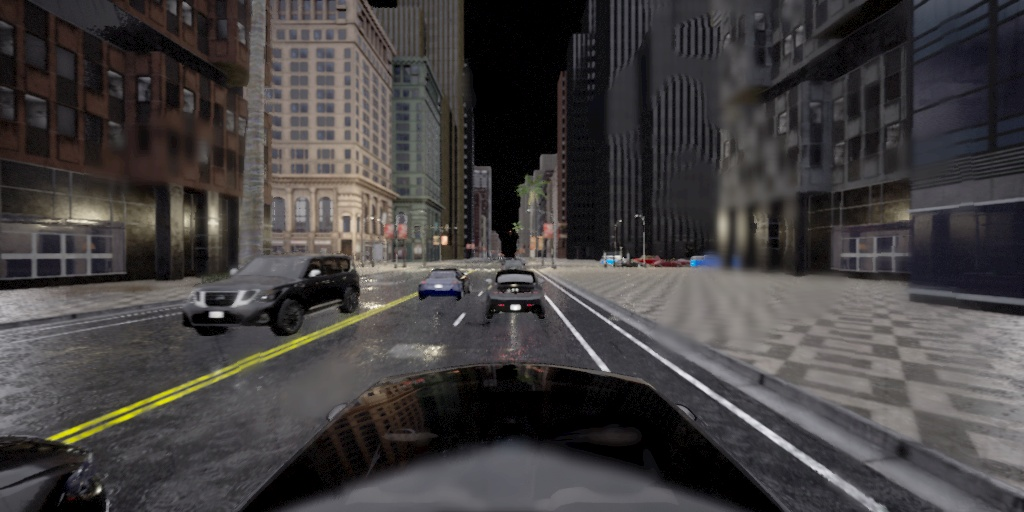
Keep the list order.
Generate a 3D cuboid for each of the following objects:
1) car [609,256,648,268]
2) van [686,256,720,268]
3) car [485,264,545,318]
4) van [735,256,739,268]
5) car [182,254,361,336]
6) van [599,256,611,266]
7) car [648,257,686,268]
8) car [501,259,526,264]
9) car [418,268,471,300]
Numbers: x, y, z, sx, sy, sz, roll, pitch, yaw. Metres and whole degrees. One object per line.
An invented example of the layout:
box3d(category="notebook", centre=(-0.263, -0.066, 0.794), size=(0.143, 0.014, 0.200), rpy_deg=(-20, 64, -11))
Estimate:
box3d(category="car", centre=(17.093, 1.120, 52.811), size=(4.403, 1.370, 2.007), rpy_deg=(0, 0, 0))
box3d(category="van", centre=(28.449, 0.903, 52.810), size=(3.998, 1.789, 1.690), rpy_deg=(0, 0, 0))
box3d(category="car", centre=(0.105, 1.217, 12.756), size=(1.837, 1.490, 4.892), rpy_deg=(0, 1, 0))
box3d(category="van", centre=(34.126, 0.901, 52.809), size=(3.998, 1.789, 1.690), rpy_deg=(0, 0, 0))
box3d(category="car", centre=(-6.504, 0.943, 10.671), size=(2.150, 2.045, 5.566), rpy_deg=(0, 0, 0))
box3d(category="van", centre=(17.093, 0.857, 61.336), size=(3.998, 1.789, 1.690), rpy_deg=(0, 0, 0))
box3d(category="car", centre=(22.771, 1.148, 52.810), size=(4.207, 1.307, 1.802), rpy_deg=(0, 0, 0))
box3d(category="car", centre=(0.114, 1.000, 30.776), size=(2.097, 1.767, 4.553), rpy_deg=(0, 0, 0))
box3d(category="car", centre=(-3.143, 1.258, 17.371), size=(1.994, 1.385, 4.181), rpy_deg=(0, 0, 0))
